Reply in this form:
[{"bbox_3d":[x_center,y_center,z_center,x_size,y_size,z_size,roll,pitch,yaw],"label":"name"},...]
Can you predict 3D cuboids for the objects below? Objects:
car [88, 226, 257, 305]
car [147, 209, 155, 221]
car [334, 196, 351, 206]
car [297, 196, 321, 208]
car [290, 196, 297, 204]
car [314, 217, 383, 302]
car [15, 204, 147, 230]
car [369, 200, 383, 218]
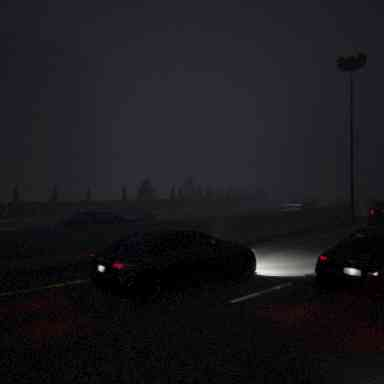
[{"bbox_3d":[-0.339,1.553,8.195,4.181,1.385,1.994,0,0,-39],"label":"car"},{"bbox_3d":[-4.665,1.553,23.143,4.181,1.385,1.994,0,0,-43],"label":"car"},{"bbox_3d":[20.749,1.284,45.777,2.128,1.511,4.902,0,0,26],"label":"car"},{"bbox_3d":[15.554,1.378,43.233,2.033,1.411,5.357,0,0,29],"label":"car"},{"bbox_3d":[18.107,1.354,57.296,1.994,1.385,4.181,0,0,21],"label":"car"},{"bbox_3d":[4.685,1.523,7.820,4.181,1.385,1.994,0,0,-40],"label":"car"},{"bbox_3d":[-4.662,1.483,13.911,5.008,1.535,1.882,0,0,-39],"label":"car"},{"bbox_3d":[12.587,1.240,20.627,2.097,1.767,4.553,0,0,42],"label":"car"}]
